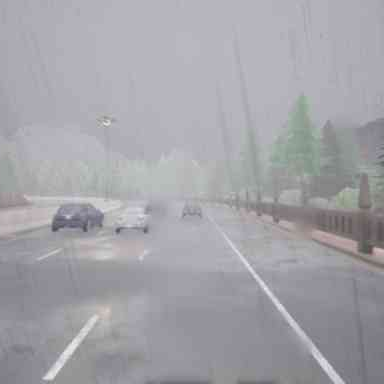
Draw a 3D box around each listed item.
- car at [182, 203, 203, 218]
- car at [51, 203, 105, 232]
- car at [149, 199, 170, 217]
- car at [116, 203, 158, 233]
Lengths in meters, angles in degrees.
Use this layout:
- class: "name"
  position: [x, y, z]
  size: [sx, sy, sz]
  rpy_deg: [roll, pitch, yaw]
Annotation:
- class: "car"
  position: [0.023, 1.713, 31.813]
  size: [2.033, 1.411, 5.357]
  rpy_deg: [0, 0, 0]
- class: "car"
  position: [-6.984, 1.460, 20.909]
  size: [2.097, 1.767, 4.553]
  rpy_deg: [0, 0, 0]
- class: "car"
  position: [-3.462, 1.529, 34.174]
  size: [2.097, 1.767, 4.553]
  rpy_deg: [0, 0, 0]
- class: "car"
  position: [-3.400, 1.632, 20.359]
  size: [1.812, 1.442, 4.674]
  rpy_deg: [0, 0, 0]
